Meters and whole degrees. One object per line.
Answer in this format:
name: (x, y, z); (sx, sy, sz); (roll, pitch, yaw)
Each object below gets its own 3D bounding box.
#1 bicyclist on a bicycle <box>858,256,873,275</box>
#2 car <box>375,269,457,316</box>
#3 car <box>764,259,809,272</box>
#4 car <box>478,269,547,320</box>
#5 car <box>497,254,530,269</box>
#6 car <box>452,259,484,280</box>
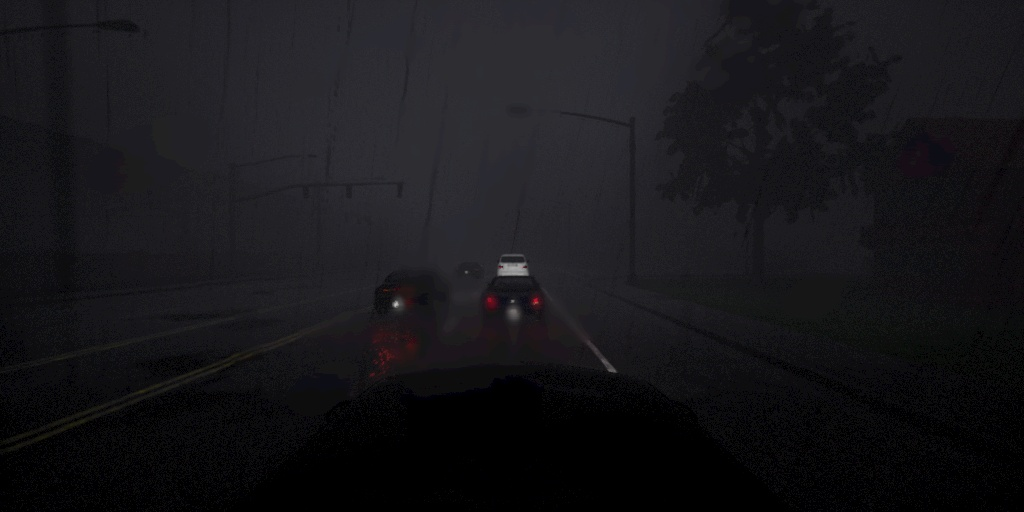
bicyclist on a bicycle: (31.010, 0.826, 31.314); (0.582, 1.620, 1.656); (0, 0, -1)
car: (-3.417, 1.199, 13.154); (1.837, 1.490, 4.892); (0, 0, 0)
car: (31.743, 1.042, 41.792); (4.902, 1.511, 2.128); (0, 0, -1)
car: (0.078, 1.299, 12.296); (1.895, 1.301, 4.718); (0, 0, 1)
car: (0.084, 0.853, 25.765); (2.150, 2.045, 5.566); (0, 0, 1)
car: (-3.386, 1.179, 29.353); (1.994, 1.385, 4.181); (0, 0, 0)
